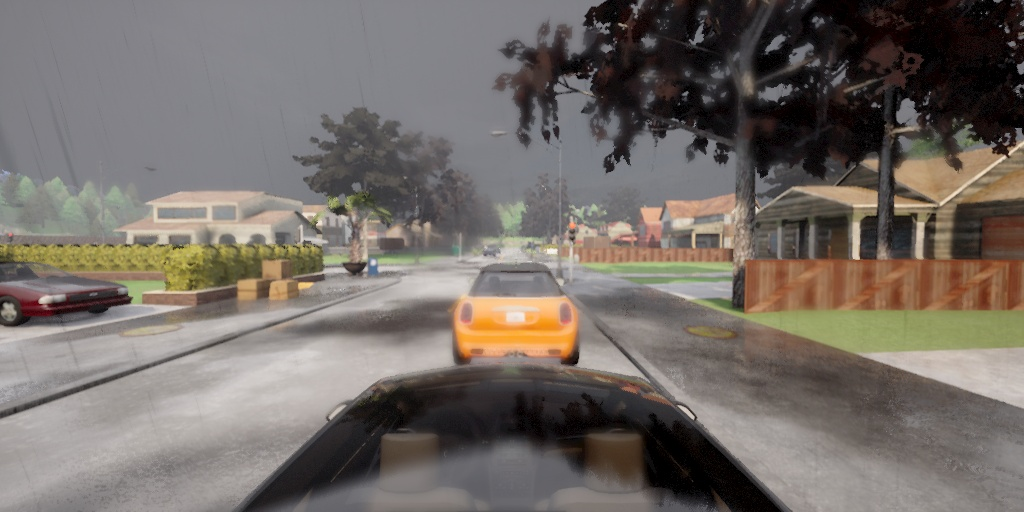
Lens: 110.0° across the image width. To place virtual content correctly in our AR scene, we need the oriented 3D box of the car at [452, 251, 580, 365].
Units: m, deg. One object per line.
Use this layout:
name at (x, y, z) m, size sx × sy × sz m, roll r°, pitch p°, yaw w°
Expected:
car at (0.098, 0.899, 7.717) m, size 2.097 × 1.767 × 4.553 m, roll 0°, pitch 2°, yaw 1°

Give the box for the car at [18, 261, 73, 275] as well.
car at (-32.815, 0.487, 26.586) m, size 4.718 × 1.301 × 1.895 m, roll 0°, pitch 2°, yaw 1°

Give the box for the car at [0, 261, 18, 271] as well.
car at (-44.094, 0.089, 30.782) m, size 4.553 × 1.767 × 2.097 m, roll 0°, pitch 2°, yaw 1°

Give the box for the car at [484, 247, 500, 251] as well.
car at (-3.565, -0.593, 57.649) m, size 2.033 × 1.411 × 5.357 m, roll 0°, pitch 2°, yaw 1°
